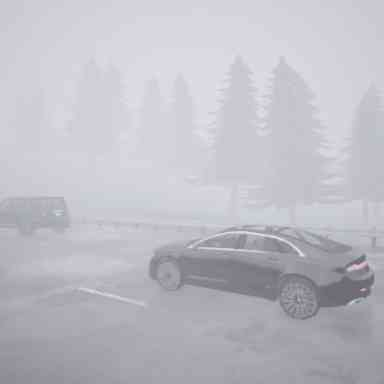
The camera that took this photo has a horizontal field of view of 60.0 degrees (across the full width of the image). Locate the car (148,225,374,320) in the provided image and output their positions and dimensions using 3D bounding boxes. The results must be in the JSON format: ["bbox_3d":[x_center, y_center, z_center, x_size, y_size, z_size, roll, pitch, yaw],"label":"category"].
[{"bbox_3d":[1.199,1.478,7.291,4.902,1.511,2.128,0,0,35],"label":"car"}]

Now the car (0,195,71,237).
[{"bbox_3d":[-8.980,1.202,17.941,5.566,2.045,2.150,0,0,31],"label":"car"}]
